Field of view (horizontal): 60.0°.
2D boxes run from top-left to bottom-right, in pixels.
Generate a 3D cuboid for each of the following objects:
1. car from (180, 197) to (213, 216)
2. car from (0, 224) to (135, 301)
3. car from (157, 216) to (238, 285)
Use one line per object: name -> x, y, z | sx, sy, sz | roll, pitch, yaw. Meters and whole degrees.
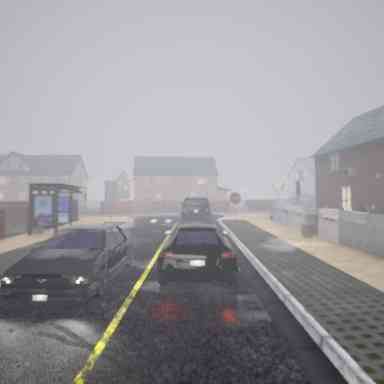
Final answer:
car -> 0.341, 1.334, 23.875 | 2.150, 2.045, 5.566 | 0, 0, 2
car -> -2.781, 1.584, 8.819 | 2.033, 1.411, 5.357 | 0, 0, 1
car -> 0.150, 1.606, 9.640 | 1.994, 1.385, 4.181 | 0, 0, 1
